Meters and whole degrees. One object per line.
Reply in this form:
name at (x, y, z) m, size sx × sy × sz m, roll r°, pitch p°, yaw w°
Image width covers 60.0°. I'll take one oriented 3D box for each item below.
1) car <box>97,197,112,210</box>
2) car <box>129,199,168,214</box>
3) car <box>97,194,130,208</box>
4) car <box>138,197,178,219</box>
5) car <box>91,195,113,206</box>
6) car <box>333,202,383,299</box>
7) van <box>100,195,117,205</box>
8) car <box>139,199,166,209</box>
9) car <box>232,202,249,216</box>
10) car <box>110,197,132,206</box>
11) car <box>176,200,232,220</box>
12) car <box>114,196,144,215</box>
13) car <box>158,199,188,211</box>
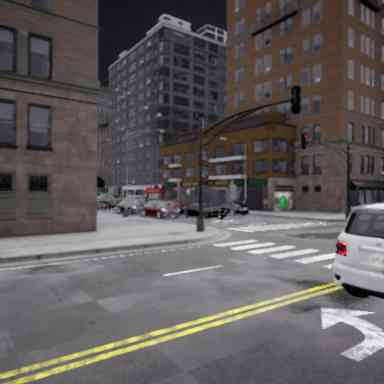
car at (-12.201, 1.602, 42.389) m, size 1.802 × 1.307 × 4.206 m, roll 0°, pitch 0°, yaw -35°
car at (-4.808, 1.527, 36.312) m, size 2.128 × 1.511 × 4.902 m, roll 0°, pitch 0°, yaw -35°
car at (-10.919, 1.258, 45.005) m, size 2.150 × 2.045 × 5.566 m, roll 0°, pitch 0°, yaw -35°
car at (-2.671, 1.461, 28.880) m, size 1.967 × 1.590 × 4.097 m, roll 0°, pitch 0°, yaw -35°
car at (-15.326, 1.414, 56.347) m, size 2.097 × 1.767 × 4.553 m, roll 0°, pitch 0°, yaw -35°
car at (5.381, 1.244, 7.273) m, size 5.566 × 2.045 × 2.150 m, roll 0°, pitch 0°, yaw -35°
van at (-15.172, 1.423, 60.525) m, size 1.690 × 1.788 × 3.998 m, roll 0°, pitch 0°, yaw -35°
car at (-5.644, 1.638, 47.015) m, size 1.947 × 1.339 × 4.313 m, roll 0°, pitch 0°, yaw -35°
car at (3.886, 1.639, 33.505) m, size 1.947 × 1.339 × 4.313 m, roll 0°, pitch 0°, yaw -35°
car at (-11.997, 1.628, 56.021) m, size 2.008 × 1.369 × 4.403 m, roll 0°, pitch 0°, yaw -35°
car at (0.918, 1.639, 28.191) m, size 1.895 × 1.301 × 4.718 m, roll 0°, pitch 0°, yaw -35°
car at (-5.848, 1.460, 33.384) m, size 1.967 × 1.590 × 4.097 m, roll 0°, pitch 0°, yaw -35°
car at (-2.468, 1.653, 42.512) m, size 1.802 × 1.307 × 4.206 m, roll 0°, pitch 0°, yaw -35°
